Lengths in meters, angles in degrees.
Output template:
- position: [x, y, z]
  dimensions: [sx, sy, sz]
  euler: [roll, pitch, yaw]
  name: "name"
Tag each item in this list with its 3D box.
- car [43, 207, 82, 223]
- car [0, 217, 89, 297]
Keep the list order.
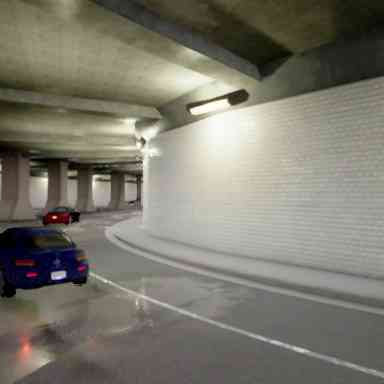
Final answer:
- position: [-10.173, 1.850, 26.313]
  dimensions: [1.994, 1.385, 4.181]
  euler: [0, -1, -4]
  name: "car"
- position: [-4.265, 1.621, 8.894]
  dimensions: [1.812, 1.442, 4.674]
  euler: [1, -1, -38]
  name: "car"
